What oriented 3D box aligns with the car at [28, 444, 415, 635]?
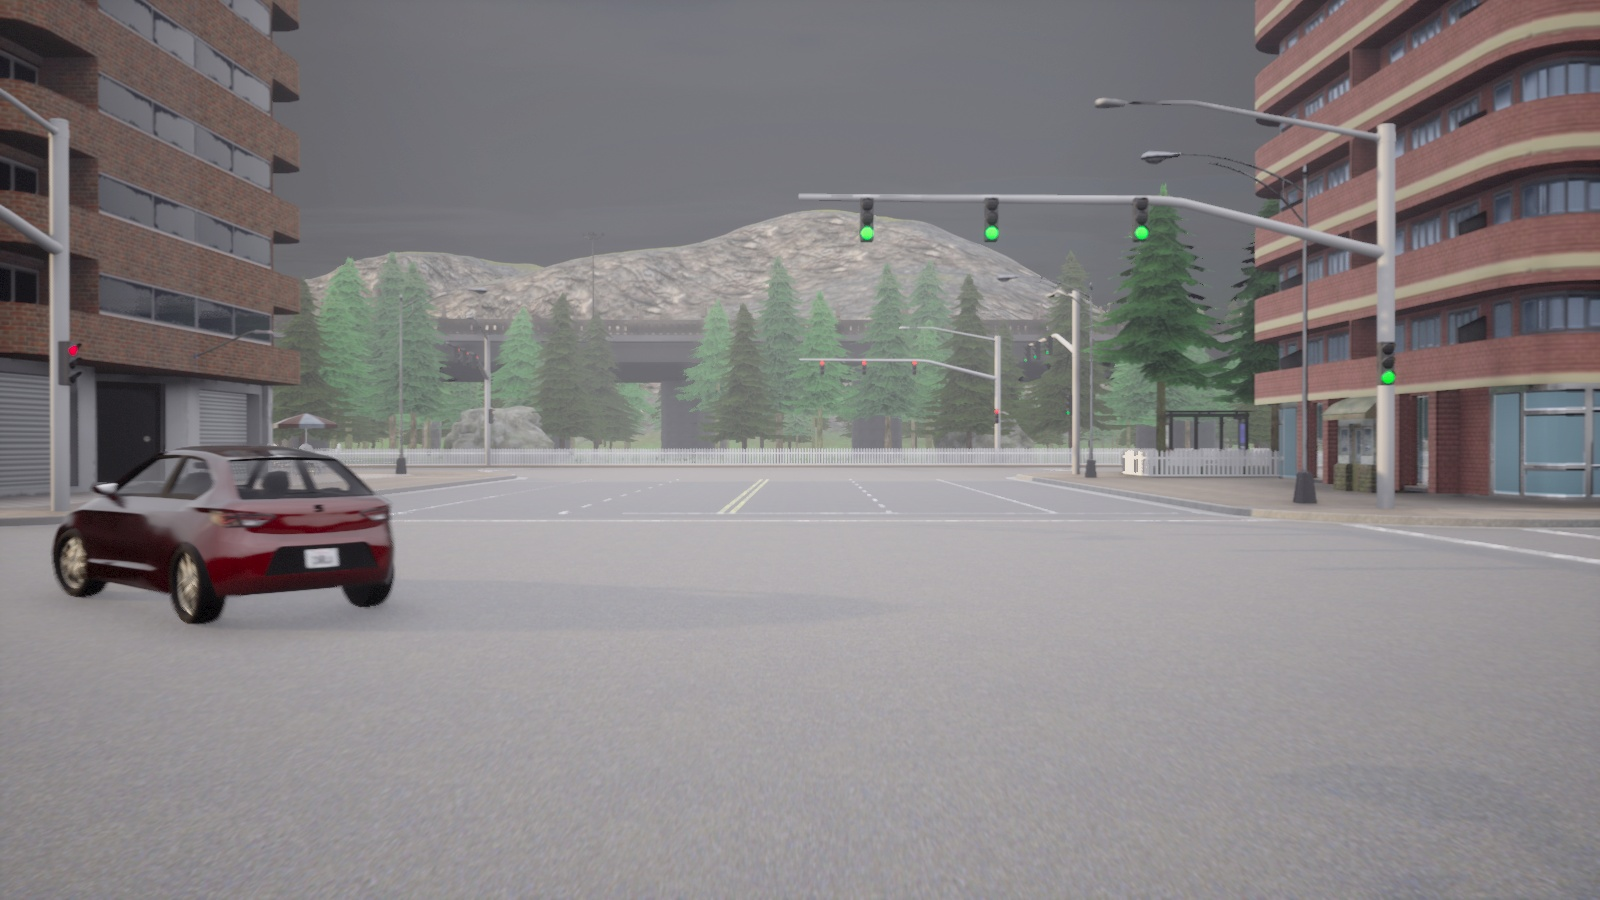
[{"bbox_3d":[-5.567,0.689,11.834,4.193,1.474,1.816,0,0,42],"label":"car"}]
